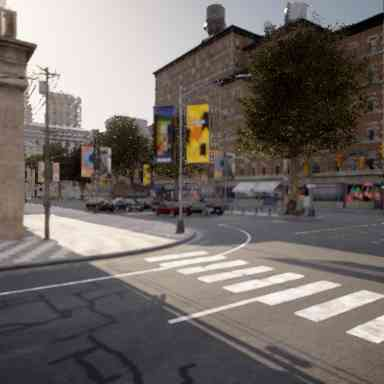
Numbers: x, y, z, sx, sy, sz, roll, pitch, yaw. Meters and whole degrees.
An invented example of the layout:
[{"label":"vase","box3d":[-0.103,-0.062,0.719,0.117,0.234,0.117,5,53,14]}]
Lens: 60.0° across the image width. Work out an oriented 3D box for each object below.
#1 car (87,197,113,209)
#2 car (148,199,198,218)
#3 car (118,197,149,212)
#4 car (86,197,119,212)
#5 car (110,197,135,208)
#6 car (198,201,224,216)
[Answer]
[{"label":"car","box3d":[-13.050,1.484,46.898,1.882,1.535,5.008,0,0,-35]},{"label":"car","box3d":[-1.859,1.607,31.001,1.895,1.301,4.718,0,0,-35]},{"label":"car","box3d":[-7.262,1.511,38.666,1.837,1.490,4.892,0,0,-35]},{"label":"car","box3d":[-10.338,1.600,37.564,1.895,1.301,4.718,0,0,-35]},{"label":"car","box3d":[-10.330,1.533,49.118,1.812,1.442,4.674,0,0,-35]},{"label":"car","box3d":[1.254,1.572,32.660,1.994,1.385,4.181,0,0,-35]}]
